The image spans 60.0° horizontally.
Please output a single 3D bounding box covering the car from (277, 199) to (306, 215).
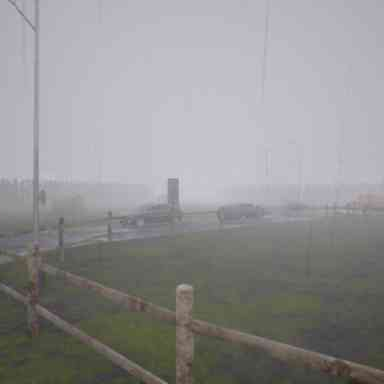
[{"bbox_3d":[9.760,1.510,33.988,4.902,1.511,2.128,0,0,-40],"label":"car"}]

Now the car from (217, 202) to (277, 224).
[{"bbox_3d":[3.981,1.531,24.952,4.892,1.490,1.837,0,0,-43],"label":"car"}]

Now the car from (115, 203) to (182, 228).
[{"bbox_3d":[-2.824,1.504,22.538,4.892,1.490,1.837,0,0,-44],"label":"car"}]

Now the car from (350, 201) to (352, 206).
[{"bbox_3d":[23.034,1.434,44.572,5.008,1.535,1.882,0,0,-37],"label":"car"}]

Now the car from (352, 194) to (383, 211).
[{"bbox_3d":[22.149,1.276,40.311,5.566,2.045,2.150,0,1,-37],"label":"car"}]
